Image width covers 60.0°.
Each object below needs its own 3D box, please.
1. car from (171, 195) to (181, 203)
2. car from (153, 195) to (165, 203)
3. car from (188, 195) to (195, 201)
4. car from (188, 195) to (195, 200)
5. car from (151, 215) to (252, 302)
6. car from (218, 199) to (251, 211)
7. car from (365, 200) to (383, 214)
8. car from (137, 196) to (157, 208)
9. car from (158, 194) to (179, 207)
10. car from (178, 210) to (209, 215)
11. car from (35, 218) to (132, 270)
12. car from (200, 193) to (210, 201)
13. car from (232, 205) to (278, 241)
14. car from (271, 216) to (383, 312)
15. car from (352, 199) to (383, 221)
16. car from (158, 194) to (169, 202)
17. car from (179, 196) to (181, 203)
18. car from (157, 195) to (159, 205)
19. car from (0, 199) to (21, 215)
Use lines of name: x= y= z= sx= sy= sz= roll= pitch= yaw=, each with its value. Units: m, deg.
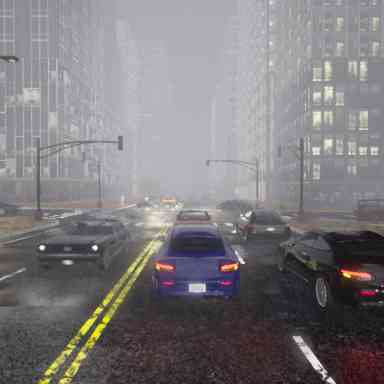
car: x=-3.360 y=1.418 z=69.124 sx=1.882 sy=1.535 sz=5.008 roll=0 pitch=0 yaw=0
car: x=-6.630 y=1.448 z=66.911 sx=1.837 sy=1.490 sz=4.892 roll=0 pitch=0 yaw=0
car: x=-0.125 y=1.467 z=78.959 sx=2.033 sy=1.411 sz=5.357 roll=0 pitch=0 yaw=0
car: x=-0.141 y=1.505 z=89.114 sx=1.895 sy=1.301 sz=4.718 roll=0 pitch=0 yaw=0
car: x=0.088 y=1.522 z=8.155 sx=1.812 sy=1.442 sz=4.674 roll=0 pitch=0 yaw=0
car: x=4.799 y=1.521 z=37.544 sx=1.994 sy=1.385 sz=4.181 roll=0 pitch=1 yaw=-37
car: x=21.754 y=1.643 z=36.199 sx=4.829 sy=1.417 sz=1.752 roll=1 pitch=0 yaw=1
car: x=-6.673 y=1.513 z=47.819 sx=2.033 sy=1.411 sz=5.357 roll=0 pitch=0 yaw=0
car: x=-3.421 y=1.442 z=49.218 sx=1.882 sy=1.535 sz=5.008 roll=0 pitch=0 yaw=0
car: x=0.075 y=1.591 z=17.321 sx=1.895 sy=1.301 sz=4.718 roll=0 pitch=0 yaw=0
car: x=-3.349 y=1.595 z=11.182 sx=1.895 sy=1.301 sz=4.718 roll=0 pitch=0 yaw=0
car: x=3.126 y=1.144 z=78.702 sx=2.150 sy=2.045 sz=5.566 roll=0 pitch=0 yaw=0
car: x=3.329 y=1.555 z=16.159 sx=1.994 sy=1.385 sz=4.181 roll=0 pitch=0 yaw=-1
car: x=3.340 y=1.522 z=7.590 sx=1.812 sy=1.442 sz=4.674 roll=0 pitch=0 yaw=0
car: x=16.158 y=1.520 z=27.904 sx=5.009 sy=1.841 sz=2.192 roll=1 pitch=0 yaw=1
car: x=-6.622 y=1.285 z=76.836 sx=2.097 sy=1.767 sz=4.553 roll=0 pitch=0 yaw=0
car: x=-3.420 y=1.555 z=58.596 sx=1.895 sy=1.301 sz=4.718 roll=0 pitch=0 yaw=0
car: x=-6.672 y=1.460 z=57.557 sx=1.837 sy=1.490 sz=4.892 roll=0 pitch=0 yaw=0
car: x=-18.509 y=1.358 z=30.991 sx=4.892 sy=1.490 sz=1.837 roll=1 pitch=1 yaw=2
